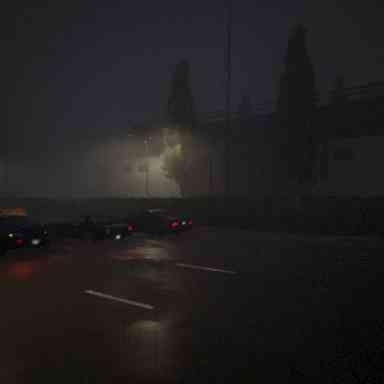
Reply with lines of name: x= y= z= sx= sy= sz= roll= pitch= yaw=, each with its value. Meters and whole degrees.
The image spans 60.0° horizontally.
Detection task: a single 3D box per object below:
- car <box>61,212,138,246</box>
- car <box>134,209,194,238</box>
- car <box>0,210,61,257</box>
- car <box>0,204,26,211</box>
car: x=-5.088 y=1.743 z=16.111 sx=4.718 sy=1.301 sz=1.895 roll=-1 pitch=0 yaw=36
car: x=-2.472 y=1.682 z=18.540 sx=5.357 sy=1.411 sz=2.033 roll=-1 pitch=0 yaw=35
car: x=-7.648 y=1.674 z=13.646 sx=4.674 sy=1.442 sz=1.812 roll=0 pitch=0 yaw=36
car: x=-16.067 y=1.788 z=28.253 sx=5.008 sy=1.535 sz=1.882 roll=0 pitch=0 yaw=36
